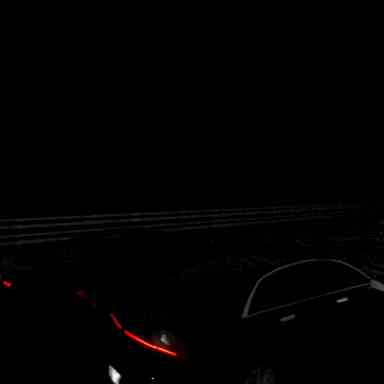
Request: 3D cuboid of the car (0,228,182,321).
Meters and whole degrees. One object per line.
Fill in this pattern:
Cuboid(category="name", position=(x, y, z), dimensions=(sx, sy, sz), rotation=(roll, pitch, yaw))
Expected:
Cuboid(category="car", position=(-1.236, 1.498, 7.168), dimensions=(5.357, 1.411, 2.033), rotation=(0, 0, -36))

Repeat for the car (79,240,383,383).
Cuboid(category="car", position=(1.223, 1.473, 4.604), dimensions=(4.892, 1.490, 1.837), rotation=(-1, 2, -36))
